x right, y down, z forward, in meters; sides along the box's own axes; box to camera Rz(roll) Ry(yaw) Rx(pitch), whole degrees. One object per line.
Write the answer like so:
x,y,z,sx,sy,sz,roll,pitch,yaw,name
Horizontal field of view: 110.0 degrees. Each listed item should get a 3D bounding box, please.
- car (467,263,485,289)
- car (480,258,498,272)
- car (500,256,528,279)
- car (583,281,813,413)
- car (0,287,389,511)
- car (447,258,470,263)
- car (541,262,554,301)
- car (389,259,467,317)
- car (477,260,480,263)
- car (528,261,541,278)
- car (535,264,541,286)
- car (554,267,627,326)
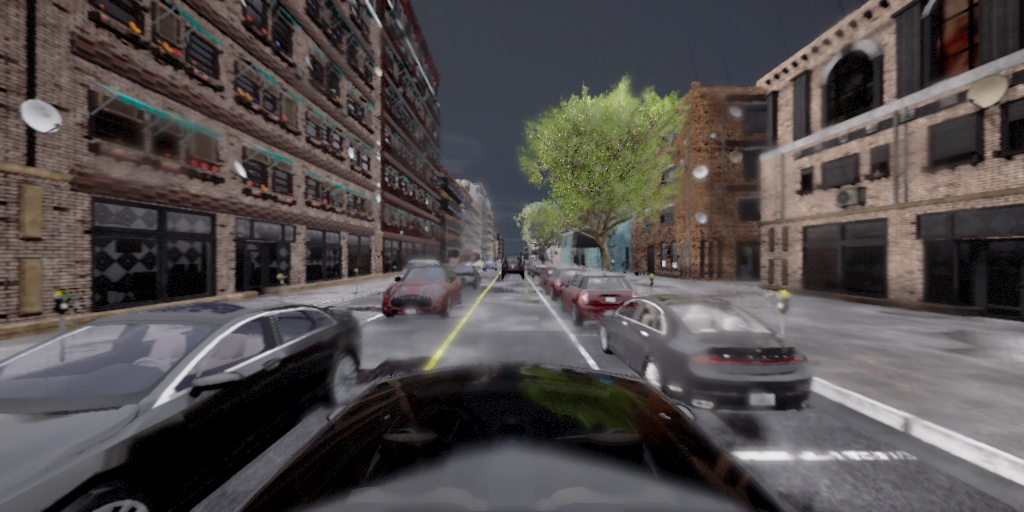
-3.087,1.362,23.285,1.994,1.385,4.181,0,0,0,car
-3.004,1.408,50.193,1.812,1.442,4.674,0,0,0,car
0.090,1.045,33.912,2.150,2.045,5.566,0,0,0,car
2.690,1.310,6.030,2.007,1.370,4.403,0,0,0,car
-3.102,1.246,3.372,2.128,1.511,4.902,0,0,0,car
-5.693,1.143,34.514,2.192,1.841,5.009,0,0,0,car
2.689,1.224,17.423,1.967,1.591,4.097,0,0,0,car
-3.100,1.127,13.275,2.097,1.767,4.553,0,0,0,car
-5.694,1.414,45.907,2.007,1.370,4.403,0,0,0,car
2.687,1.378,34.513,2.007,1.370,4.403,0,0,0,car
2.688,1.379,23.121,1.802,1.307,4.207,0,0,0,car
2.690,1.211,11.727,1.967,1.591,4.097,0,0,0,car
